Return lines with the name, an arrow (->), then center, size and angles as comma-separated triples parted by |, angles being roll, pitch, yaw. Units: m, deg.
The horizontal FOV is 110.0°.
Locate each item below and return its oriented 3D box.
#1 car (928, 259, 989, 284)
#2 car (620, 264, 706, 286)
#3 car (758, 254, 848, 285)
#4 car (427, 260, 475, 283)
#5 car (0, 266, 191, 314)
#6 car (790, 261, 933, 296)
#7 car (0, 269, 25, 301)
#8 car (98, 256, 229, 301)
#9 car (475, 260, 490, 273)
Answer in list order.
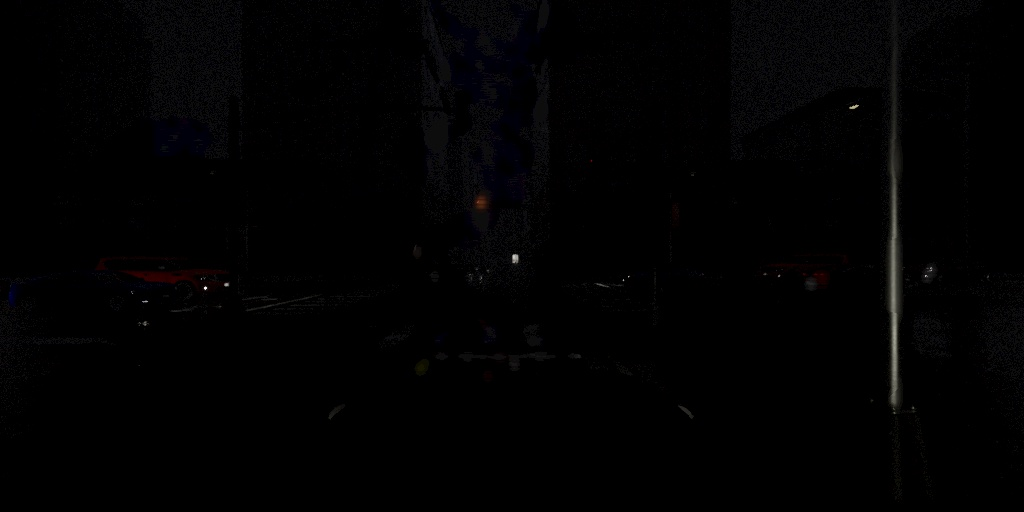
car -> 30.086, 0.981, 25.070 | 4.553, 1.767, 2.097 | 0, 0, -2
car -> 10.235, 1.243, 24.477 | 5.357, 1.411, 2.033 | 0, 0, -2
car -> 20.193, 0.883, 24.778 | 5.566, 2.045, 2.150 | 0, 0, -2
car -> -4.916, 1.265, 28.294 | 1.837, 1.490, 4.892 | 0, 0, 16
car -> -15.784, 1.281, 13.733 | 5.008, 1.535, 1.882 | 0, 0, -2
car -> 17.342, 1.164, 17.980 | 4.902, 1.511, 2.128 | 0, 0, -2
car -> -26.265, 1.368, 16.663 | 4.674, 1.442, 1.812 | 0, 0, -1
car -> -16.343, 1.027, 16.968 | 5.566, 2.045, 2.150 | 0, 0, -2
car -> -4.123, 1.267, 43.490 | 2.128, 1.511, 4.902 | 0, 0, -2
